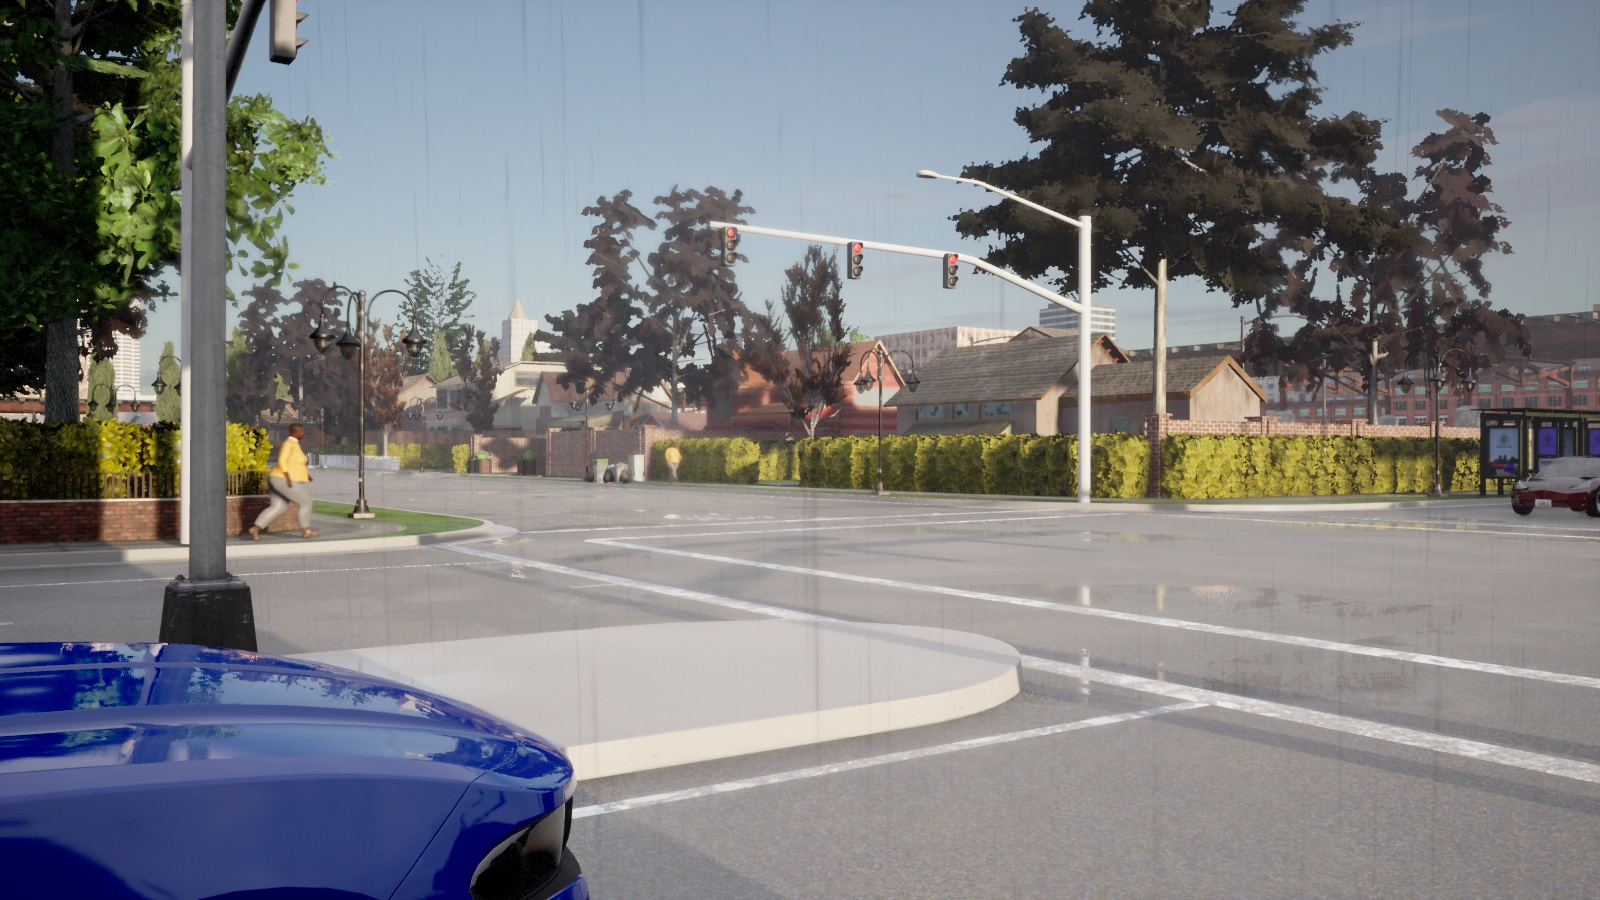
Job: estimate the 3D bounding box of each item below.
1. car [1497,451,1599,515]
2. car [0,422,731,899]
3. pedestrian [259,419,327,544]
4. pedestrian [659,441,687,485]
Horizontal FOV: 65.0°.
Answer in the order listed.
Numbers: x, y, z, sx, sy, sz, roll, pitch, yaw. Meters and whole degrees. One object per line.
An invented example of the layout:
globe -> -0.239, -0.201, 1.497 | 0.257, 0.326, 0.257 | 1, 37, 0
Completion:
car -> 19.779, 0.780, 31.474 | 4.792, 1.488, 2.163 | 0, 0, -35
car -> -2.727, 0.733, 1.760 | 5.008, 1.535, 1.882 | 0, 0, -35
pedestrian -> -7.741, 0.466, 19.147 | 0.900, 1.855, 0.874 | 0, 0, -26
pedestrian -> -5.496, 0.555, 54.398 | 0.874, 1.855, 0.900 | 0, 0, -34
